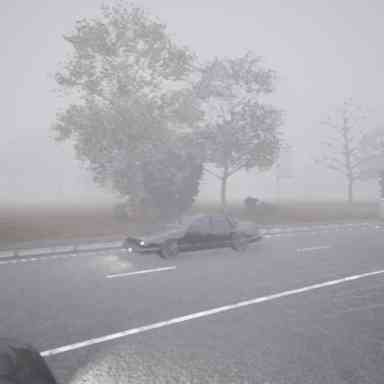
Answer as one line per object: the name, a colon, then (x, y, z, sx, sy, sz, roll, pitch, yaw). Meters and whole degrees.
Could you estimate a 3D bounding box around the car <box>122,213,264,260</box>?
car: (0.216, 1.519, 12.402, 5.357, 1.411, 2.033, 0, 0, -32)

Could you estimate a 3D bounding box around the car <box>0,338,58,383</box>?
car: (-2.783, 1.553, 1.652, 4.181, 1.385, 1.994, 0, 0, -36)
